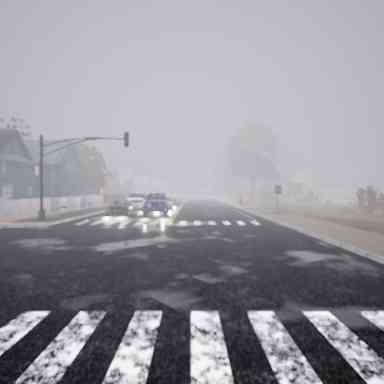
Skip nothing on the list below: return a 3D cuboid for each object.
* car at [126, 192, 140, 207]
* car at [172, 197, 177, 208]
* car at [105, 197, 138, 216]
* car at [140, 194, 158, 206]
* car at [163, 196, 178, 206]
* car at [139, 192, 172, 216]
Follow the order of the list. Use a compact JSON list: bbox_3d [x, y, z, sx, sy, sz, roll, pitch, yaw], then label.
[{"bbox_3d":[-6.578,1.051,40.323,2.150,2.045,5.566,0,0,0],"label":"car"},{"bbox_3d":[-3.327,1.424,41.581,1.895,1.301,4.718,0,0,0],"label":"car"},{"bbox_3d":[-6.581,1.430,30.540,1.994,1.385,4.181,0,0,0],"label":"car"},{"bbox_3d":[-6.557,1.141,51.102,2.097,1.767,4.553,0,0,0],"label":"car"},{"bbox_3d":[-3.304,1.388,51.674,1.895,1.301,4.718,0,0,0],"label":"car"},{"bbox_3d":[-3.350,1.083,31.597,2.150,2.045,5.566,0,0,-2],"label":"car"}]
